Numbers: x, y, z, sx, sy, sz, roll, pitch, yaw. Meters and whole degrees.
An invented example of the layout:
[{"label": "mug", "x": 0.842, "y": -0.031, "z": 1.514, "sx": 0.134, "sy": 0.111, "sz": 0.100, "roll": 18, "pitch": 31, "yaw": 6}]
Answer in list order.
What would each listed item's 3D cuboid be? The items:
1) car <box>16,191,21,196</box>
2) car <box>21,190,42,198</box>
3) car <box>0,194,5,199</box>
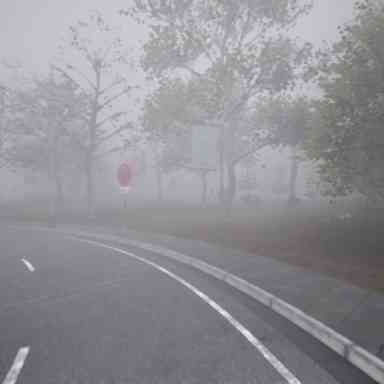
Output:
[{"label": "car", "x": -41.317, "y": 0.346, "z": 81.067, "sx": 2.097, "sy": 1.767, "sz": 4.553, "roll": -1, "pitch": 2, "yaw": -10}, {"label": "car", "x": -37.422, "y": 0.605, "z": 77.686, "sx": 2.033, "sy": 1.411, "sz": 5.357, "roll": -1, "pitch": 2, "yaw": -10}, {"label": "car", "x": -38.560, "y": 1.017, "z": 65.428, "sx": 1.895, "sy": 1.301, "sz": 4.718, "roll": -1, "pitch": 2, "yaw": -10}]
